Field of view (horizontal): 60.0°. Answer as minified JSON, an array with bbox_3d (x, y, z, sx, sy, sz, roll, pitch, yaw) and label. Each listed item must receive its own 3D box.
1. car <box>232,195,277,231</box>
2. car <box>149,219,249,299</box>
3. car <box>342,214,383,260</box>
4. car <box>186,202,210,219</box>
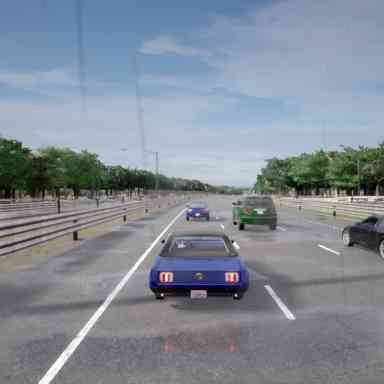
[{"bbox_3d":[3.828,1.222,20.953,2.150,2.045,5.566,0,0,2],"label":"car"},{"bbox_3d":[0.148,1.600,8.369,1.895,1.301,4.718,0,0,0],"label":"car"},{"bbox_3d":[7.196,1.525,12.098,1.812,1.442,4.674,0,0,1],"label":"car"},{"bbox_3d":[0.484,1.526,27.252,1.812,1.442,4.674,0,0,1],"label":"car"}]
